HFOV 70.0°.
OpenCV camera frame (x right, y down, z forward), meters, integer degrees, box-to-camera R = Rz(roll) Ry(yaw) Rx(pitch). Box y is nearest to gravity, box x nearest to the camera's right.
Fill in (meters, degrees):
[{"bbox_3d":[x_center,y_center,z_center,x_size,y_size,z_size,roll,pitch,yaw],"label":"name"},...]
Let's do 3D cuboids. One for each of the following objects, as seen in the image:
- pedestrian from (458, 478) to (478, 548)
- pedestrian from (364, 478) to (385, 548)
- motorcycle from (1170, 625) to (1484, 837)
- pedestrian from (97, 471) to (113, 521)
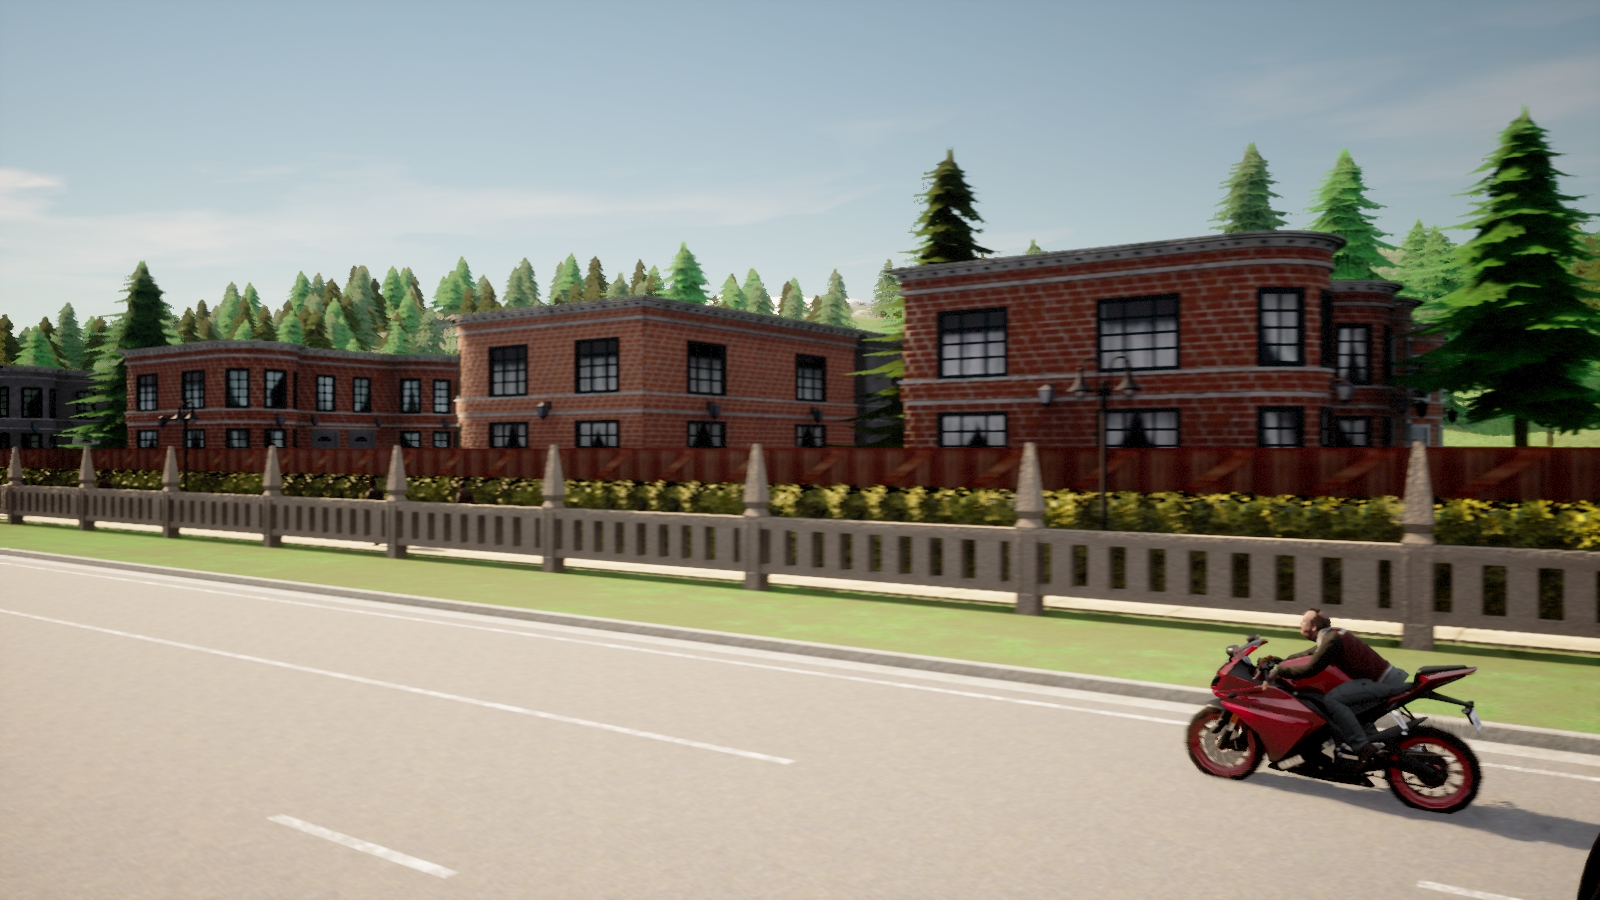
[{"bbox_3d":[-8.968,1.698,30.873,0.375,1.860,0.375,0,0,33],"label":"pedestrian"},{"bbox_3d":[-11.559,1.697,31.041,0.375,1.860,0.375,0,0,35],"label":"pedestrian"},{"bbox_3d":[4.272,2.205,9.339,2.209,1.251,0.867,0,0,35],"label":"motorcycle"},{"bbox_3d":[-25.814,1.696,42.424,0.375,1.860,0.375,0,0,36],"label":"pedestrian"}]
